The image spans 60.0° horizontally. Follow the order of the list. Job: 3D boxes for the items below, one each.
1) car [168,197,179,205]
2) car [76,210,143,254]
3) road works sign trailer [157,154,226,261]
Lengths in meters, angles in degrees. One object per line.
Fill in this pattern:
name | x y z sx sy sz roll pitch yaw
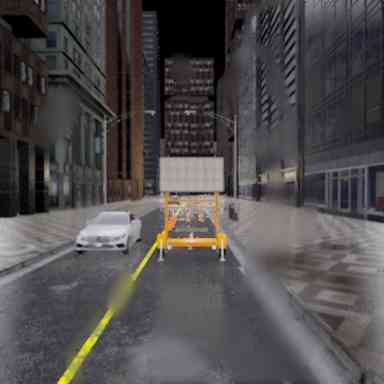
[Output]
car | -3.144 1.441 55.513 1.895 1.301 4.718 0 0 0
car | -3.116 1.486 13.362 1.812 1.442 4.674 0 0 0
road works sign trailer | -0.010 0.428 12.157 2.380 3.560 2.880 0 0 0
